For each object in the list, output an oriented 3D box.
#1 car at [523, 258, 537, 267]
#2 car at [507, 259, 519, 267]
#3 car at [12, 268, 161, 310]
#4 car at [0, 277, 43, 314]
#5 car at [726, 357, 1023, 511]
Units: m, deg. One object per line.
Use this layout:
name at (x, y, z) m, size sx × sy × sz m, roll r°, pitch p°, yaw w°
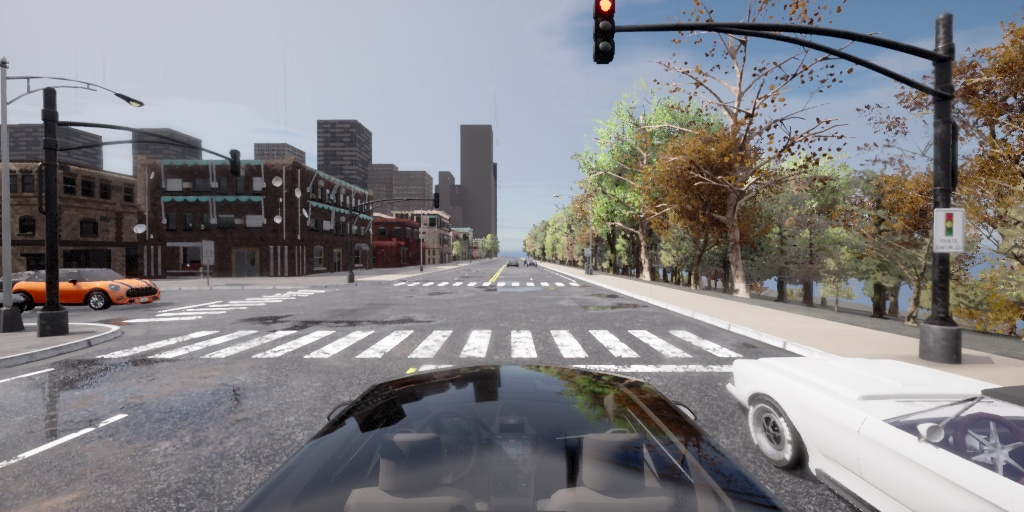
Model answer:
car at (3.422, 1.327, 63.685) m, size 1.895 × 1.301 × 4.718 m, roll 0°, pitch 0°, yaw 0°
car at (0.160, 1.290, 63.407) m, size 1.994 × 1.385 × 4.181 m, roll 0°, pitch 0°, yaw 1°
car at (-17.965, 1.301, 15.284) m, size 4.553 × 1.767 × 2.097 m, roll -1°, pitch 1°, yaw -1°
car at (-19.935, 1.565, 12.550) m, size 4.313 × 1.339 × 1.948 m, roll 0°, pitch 0°, yaw 0°
car at (3.350, 1.351, 1.900) m, size 1.895 × 1.301 × 4.718 m, roll 0°, pitch 0°, yaw 0°
